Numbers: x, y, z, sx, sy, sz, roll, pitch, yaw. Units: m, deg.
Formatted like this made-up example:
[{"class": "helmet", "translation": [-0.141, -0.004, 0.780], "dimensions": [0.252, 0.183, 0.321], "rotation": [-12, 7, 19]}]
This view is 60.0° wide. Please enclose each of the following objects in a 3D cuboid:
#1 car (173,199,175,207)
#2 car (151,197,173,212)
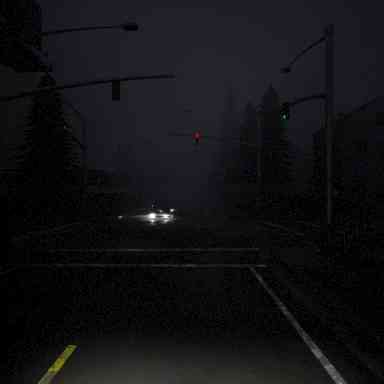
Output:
[{"class": "car", "translation": [-3.520, 1.505, 48.336], "dimensions": [1.837, 1.490, 4.892], "rotation": [0, 0, 0]}, {"class": "car", "translation": [-3.550, 1.601, 38.211], "dimensions": [1.895, 1.301, 4.718], "rotation": [0, 0, 0]}]
